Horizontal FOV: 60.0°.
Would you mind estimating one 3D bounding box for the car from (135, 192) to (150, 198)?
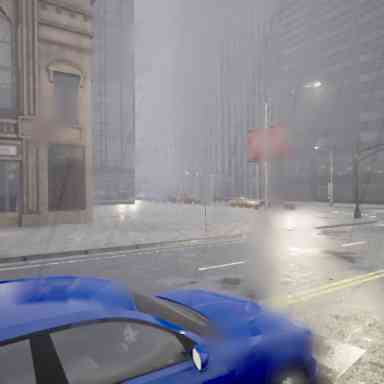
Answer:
[{"bbox_3d":[-12.530,0.830,84.403,1.887,1.381,4.507,0,1,-35],"label":"car"}]

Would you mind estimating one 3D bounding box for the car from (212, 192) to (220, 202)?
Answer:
[{"bbox_3d":[3.718,0.876,61.447,2.192,1.841,5.009,0,1,-35],"label":"car"}]

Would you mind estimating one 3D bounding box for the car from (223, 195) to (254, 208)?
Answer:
[{"bbox_3d":[6.603,1.336,42.614,1.752,1.417,4.829,0,1,-35],"label":"car"}]

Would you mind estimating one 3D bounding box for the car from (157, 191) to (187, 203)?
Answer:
[{"bbox_3d":[-3.242,0.978,56.524,2.192,1.841,5.009,0,1,-35],"label":"car"}]

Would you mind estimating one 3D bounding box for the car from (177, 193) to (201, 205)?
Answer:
[{"bbox_3d":[0.007,1.258,51.935,1.887,1.381,4.507,0,1,-35],"label":"car"}]

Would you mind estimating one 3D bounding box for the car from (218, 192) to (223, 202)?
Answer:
[{"bbox_3d":[6.966,1.177,56.858,1.947,1.339,4.313,0,1,-35],"label":"car"}]

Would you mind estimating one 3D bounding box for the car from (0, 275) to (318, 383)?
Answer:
[{"bbox_3d":[-1.027,1.477,2.705,5.008,1.535,1.882,0,0,-35],"label":"car"}]

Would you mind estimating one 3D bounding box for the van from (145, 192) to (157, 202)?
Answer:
[{"bbox_3d":[-6.492,0.952,61.116,1.690,1.788,3.998,0,1,-35],"label":"van"}]

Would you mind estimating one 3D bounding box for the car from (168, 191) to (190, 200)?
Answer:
[{"bbox_3d":[-2.781,0.770,70.628,2.192,1.841,5.009,0,1,-35],"label":"car"}]

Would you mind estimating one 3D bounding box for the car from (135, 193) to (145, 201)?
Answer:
[{"bbox_3d":[-9.742,1.108,65.708,2.008,1.369,4.403,0,1,-35],"label":"car"}]

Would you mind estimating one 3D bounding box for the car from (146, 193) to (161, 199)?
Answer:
[{"bbox_3d":[-9.280,0.925,79.813,1.802,1.307,4.206,0,1,-35],"label":"car"}]

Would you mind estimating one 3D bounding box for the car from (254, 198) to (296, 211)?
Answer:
[{"bbox_3d":[9.755,1.399,38.161,1.887,1.381,4.507,0,1,-35],"label":"car"}]
